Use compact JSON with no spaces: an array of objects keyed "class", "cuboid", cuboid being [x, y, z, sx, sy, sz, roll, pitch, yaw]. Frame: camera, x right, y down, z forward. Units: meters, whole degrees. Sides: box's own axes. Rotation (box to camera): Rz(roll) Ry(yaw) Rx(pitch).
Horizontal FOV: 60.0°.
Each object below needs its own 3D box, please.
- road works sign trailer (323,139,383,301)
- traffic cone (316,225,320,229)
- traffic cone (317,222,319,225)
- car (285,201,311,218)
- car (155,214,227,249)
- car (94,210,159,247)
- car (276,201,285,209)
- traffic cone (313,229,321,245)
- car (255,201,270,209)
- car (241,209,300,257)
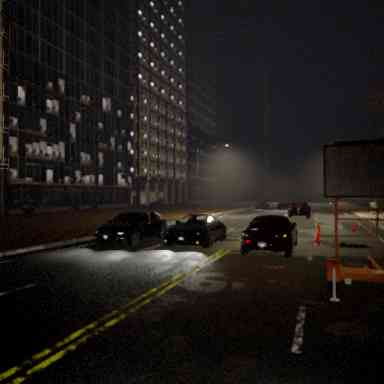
[{"class":"road works sign trailer","cuboid":[4.472,0.539,8.062,2.380,3.560,2.880,0,-1,21]},{"class":"traffic cone","cuboid":[6.398,2.122,16.947,0.340,0.580,0.340,0,-1,21]},{"class":"traffic cone","cuboid":[7.111,2.140,18.815,0.340,0.580,0.340,0,-1,21]},{"class":"car","cuboid":[11.130,1.698,34.315,2.097,1.767,4.553,0,-1,21]},{"class":"car","cuboid":[0.249,1.737,15.480,1.994,1.385,4.181,0,-1,21]},{"class":"car","cuboid":[-2.846,1.701,16.486,1.837,1.490,4.892,0,-1,21]},{"class":"car","cuboid":[14.649,2.151,53.163,1.895,1.301,4.718,0,-1,21]},{"class":"traffic cone","cuboid":[5.684,2.104,15.078,0.340,0.580,0.340,0,-1,21]},{"class":"car","cuboid":[11.561,2.120,54.192,2.033,1.411,5.357,0,-1,21]},{"class":"car","cuboid":[3.254,1.667,13.681,1.812,1.442,4.674,0,-1,21]}]
